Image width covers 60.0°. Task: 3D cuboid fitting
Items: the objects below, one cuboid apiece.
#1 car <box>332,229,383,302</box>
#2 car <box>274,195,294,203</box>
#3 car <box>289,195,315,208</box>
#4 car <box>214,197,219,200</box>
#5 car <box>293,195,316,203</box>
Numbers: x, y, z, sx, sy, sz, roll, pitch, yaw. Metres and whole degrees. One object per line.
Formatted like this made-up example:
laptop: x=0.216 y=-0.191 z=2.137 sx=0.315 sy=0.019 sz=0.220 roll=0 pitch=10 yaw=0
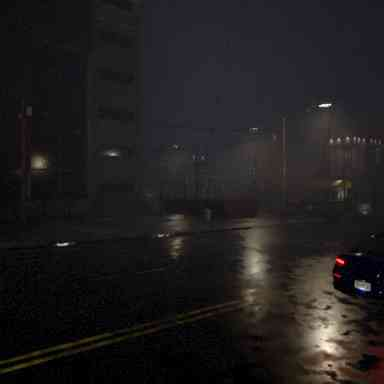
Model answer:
car: x=4.968 y=1.526 z=7.332 sx=4.674 sy=1.442 sz=1.812 roll=0 pitch=0 yaw=-35
car: x=19.162 y=1.452 z=69.026 sx=3.806 sy=1.475 sz=1.970 roll=0 pitch=0 yaw=-36
car: x=15.141 y=1.254 z=45.967 sx=4.553 sy=1.767 sz=2.185 roll=0 pitch=0 yaw=-36
car: x=4.416 y=1.574 z=60.548 sx=4.718 sy=1.301 sz=1.895 roll=0 pitch=0 yaw=-36
car: x=22.065 y=1.419 z=65.023 sx=4.674 sy=1.452 sz=2.002 roll=0 pitch=0 yaw=-36
